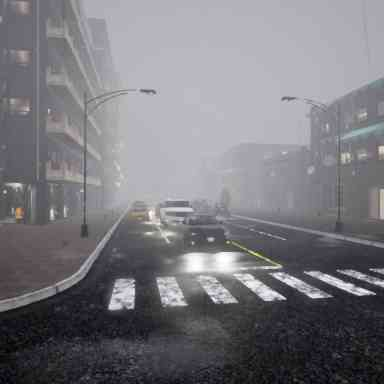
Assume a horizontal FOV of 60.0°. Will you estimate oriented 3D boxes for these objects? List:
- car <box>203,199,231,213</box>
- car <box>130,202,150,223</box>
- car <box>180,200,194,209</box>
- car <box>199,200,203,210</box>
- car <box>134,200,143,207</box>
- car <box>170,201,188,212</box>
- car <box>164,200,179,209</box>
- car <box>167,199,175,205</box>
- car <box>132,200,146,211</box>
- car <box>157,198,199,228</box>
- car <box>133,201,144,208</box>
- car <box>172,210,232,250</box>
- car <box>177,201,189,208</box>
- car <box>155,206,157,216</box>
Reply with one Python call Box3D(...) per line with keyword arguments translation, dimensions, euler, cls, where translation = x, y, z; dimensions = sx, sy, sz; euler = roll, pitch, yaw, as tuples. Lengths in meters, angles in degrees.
Box3D(translation=(2.831, 1.875, 36.305), dimensions=(1.967, 1.590, 4.097), euler=(-1, -1, -9), cls="car")
Box3D(translation=(-4.579, 1.870, 29.177), dimensions=(1.752, 1.417, 4.829), euler=(-1, -1, -9), cls="car")
Box3D(translation=(-0.927, 2.236, 58.870), dimensions=(1.752, 1.417, 4.829), euler=(-1, -1, -9), cls="car")
Box3D(translation=(1.884, 2.085, 41.899), dimensions=(1.802, 1.307, 4.206), euler=(-1, -1, -9), cls="car")
Box3D(translation=(-11.026, 2.372, 68.562), dimensions=(1.887, 1.381, 4.507), euler=(-1, -1, -9), cls="car")
Box3D(translation=(-2.022, 2.089, 49.695), dimensions=(2.128, 1.511, 4.902), euler=(0, -1, -9), cls="car")
Box3D(translation=(-3.709, 2.213, 59.852), dimensions=(2.128, 1.511, 4.902), euler=(0, -1, -9), cls="car")
Box3D(translation=(-5.564, 2.583, 86.873), dimensions=(1.752, 1.417, 4.829), euler=(-1, -1, -9), cls="car")
Box3D(translation=(-8.250, 2.060, 51.760), dimensions=(1.967, 1.590, 4.097), euler=(-1, -1, -9), cls="car")
Box3D(translation=(-1.187, 1.518, 25.072), dimensions=(2.150, 2.045, 5.566), euler=(0, -1, -9), cls="car")
Box3D(translation=(-10.098, 2.324, 62.961), dimensions=(1.947, 1.339, 4.313), euler=(-1, -1, -9), cls="car")
Box3D(translation=(0.433, 1.743, 15.266), dimensions=(1.994, 1.385, 4.181), euler=(0, -1, -9), cls="car")
Box3D(translation=(-1.826, 2.360, 64.302), dimensions=(1.802, 1.307, 4.206), euler=(-1, -1, -9), cls="car")
Box3D(translation=(-2.878, 1.899, 35.373), dimensions=(1.882, 1.535, 5.008), euler=(0, -1, -9), cls="car")
